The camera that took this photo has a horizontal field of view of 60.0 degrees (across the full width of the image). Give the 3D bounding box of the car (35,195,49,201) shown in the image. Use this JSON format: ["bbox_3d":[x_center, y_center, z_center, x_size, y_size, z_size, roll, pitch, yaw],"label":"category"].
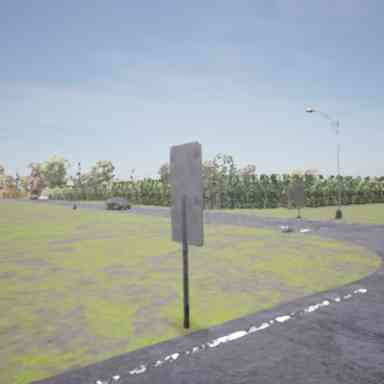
[{"bbox_3d":[-38.397,1.629,85.845,1.812,1.442,4.674,-2,1,-36],"label":"car"}]

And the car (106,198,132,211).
[{"bbox_3d":[-9.141,1.475,41.183,1.837,1.490,4.892,-2,1,-36],"label":"car"}]
